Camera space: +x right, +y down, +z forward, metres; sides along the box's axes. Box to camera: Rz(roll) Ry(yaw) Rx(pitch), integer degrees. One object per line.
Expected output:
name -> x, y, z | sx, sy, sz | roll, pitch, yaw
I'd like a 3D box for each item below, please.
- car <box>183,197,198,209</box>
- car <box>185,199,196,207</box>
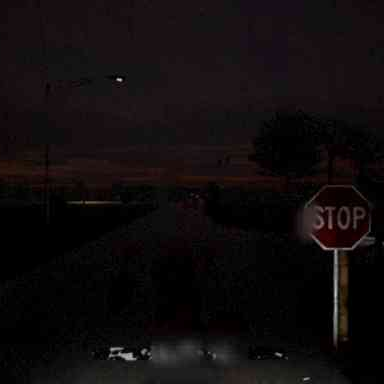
car -> -0.224, 1.687, 50.328 | 2.097, 1.767, 4.553 | 0, 0, 0
car -> -0.291, 1.981, 60.626 | 1.812, 1.442, 4.674 | 0, -1, 0
